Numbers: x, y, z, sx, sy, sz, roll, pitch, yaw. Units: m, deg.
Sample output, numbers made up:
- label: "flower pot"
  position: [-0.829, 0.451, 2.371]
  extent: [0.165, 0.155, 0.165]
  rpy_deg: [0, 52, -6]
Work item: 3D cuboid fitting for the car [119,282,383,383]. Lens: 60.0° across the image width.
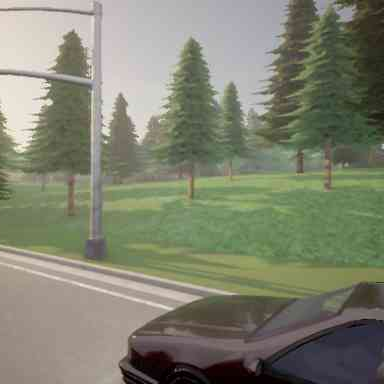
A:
- label: "car"
  position: [1.848, 1.548, 2.673]
  extent: [5.357, 1.411, 2.033]
  rpy_deg: [1, 0, 35]
